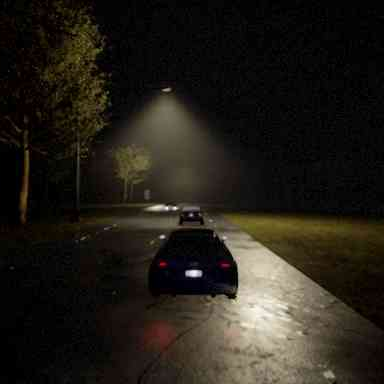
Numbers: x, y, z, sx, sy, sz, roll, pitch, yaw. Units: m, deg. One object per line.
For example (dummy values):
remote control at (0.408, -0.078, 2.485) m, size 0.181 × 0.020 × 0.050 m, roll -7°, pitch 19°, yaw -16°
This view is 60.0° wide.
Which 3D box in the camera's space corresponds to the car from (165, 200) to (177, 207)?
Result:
car at (-3.869, 2.093, 61.464) m, size 1.895 × 1.301 × 4.718 m, roll 1°, pitch -1°, yaw 0°

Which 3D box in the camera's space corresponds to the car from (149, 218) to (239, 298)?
car at (0.039, 1.642, 8.793) m, size 1.994 × 1.385 × 4.181 m, roll 1°, pitch 0°, yaw 0°

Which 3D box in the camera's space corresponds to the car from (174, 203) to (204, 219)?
car at (-0.052, 1.694, 25.999) m, size 2.033 × 1.411 × 5.357 m, roll -1°, pitch 0°, yaw 0°
